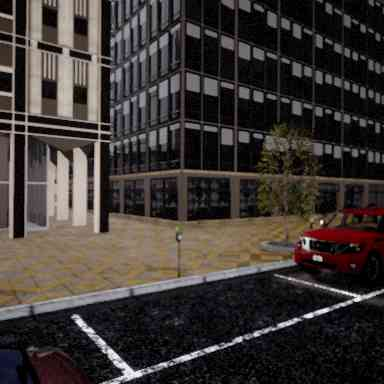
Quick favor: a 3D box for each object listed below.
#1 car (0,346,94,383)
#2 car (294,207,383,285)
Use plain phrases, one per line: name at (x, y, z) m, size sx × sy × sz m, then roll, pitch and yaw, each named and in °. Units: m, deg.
car at (-2.358, 1.556, 1.281) m, size 4.181 × 1.385 × 1.994 m, roll 1°, pitch 0°, yaw -35°
car at (5.281, 1.407, 10.017) m, size 5.009 × 1.841 × 2.192 m, roll 1°, pitch 0°, yaw -36°
